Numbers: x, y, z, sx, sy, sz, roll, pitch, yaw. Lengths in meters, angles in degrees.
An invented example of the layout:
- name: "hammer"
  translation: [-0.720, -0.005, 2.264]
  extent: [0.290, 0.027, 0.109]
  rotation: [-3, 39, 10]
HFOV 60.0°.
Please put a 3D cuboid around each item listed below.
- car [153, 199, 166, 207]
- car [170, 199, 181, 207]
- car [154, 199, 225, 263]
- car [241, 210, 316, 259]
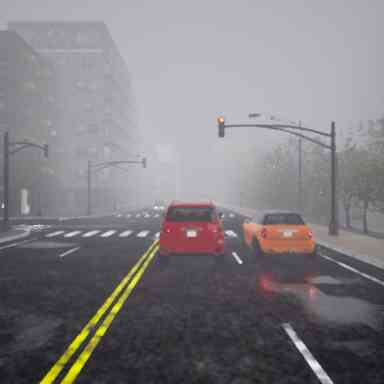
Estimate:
- name: "car"
  translation: [-6.521, 2.204, 66.966]
  extent: [2.128, 1.511, 4.902]
  rotation: [0, -1, 0]
- name: "car"
  translation: [-3.269, 2.171, 66.962]
  extent: [1.882, 1.535, 5.008]
  rotation: [0, -1, 0]
- name: "car"
  translation: [0.010, 1.352, 12.584]
  extent: [2.150, 2.045, 5.566]
  rotation: [0, 0, 0]
- name: "car"
  translation: [3.270, 1.487, 13.421]
  extent: [2.097, 1.767, 4.553]
  rotation: [0, -1, 0]
